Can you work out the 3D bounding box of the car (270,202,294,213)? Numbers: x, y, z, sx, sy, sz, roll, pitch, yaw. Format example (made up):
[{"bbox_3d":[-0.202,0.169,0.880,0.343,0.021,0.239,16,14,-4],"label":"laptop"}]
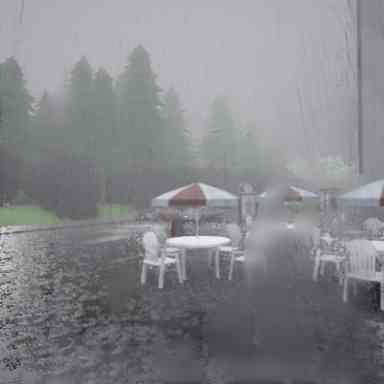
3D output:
[{"bbox_3d":[10.880,1.714,40.055,1.812,1.442,4.674,-1,-1,35],"label":"car"}]

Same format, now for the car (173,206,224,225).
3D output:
[{"bbox_3d":[0.772,1.752,25.849,1.994,1.385,4.181,-1,-1,35],"label":"car"}]

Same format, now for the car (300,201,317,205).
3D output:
[{"bbox_3d":[22.007,1.797,62.719,2.033,1.411,5.357,-1,-1,35],"label":"car"}]

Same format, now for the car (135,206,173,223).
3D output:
[{"bbox_3d":[-2.798,1.807,28.082,1.994,1.385,4.181,-1,-1,35],"label":"car"}]
